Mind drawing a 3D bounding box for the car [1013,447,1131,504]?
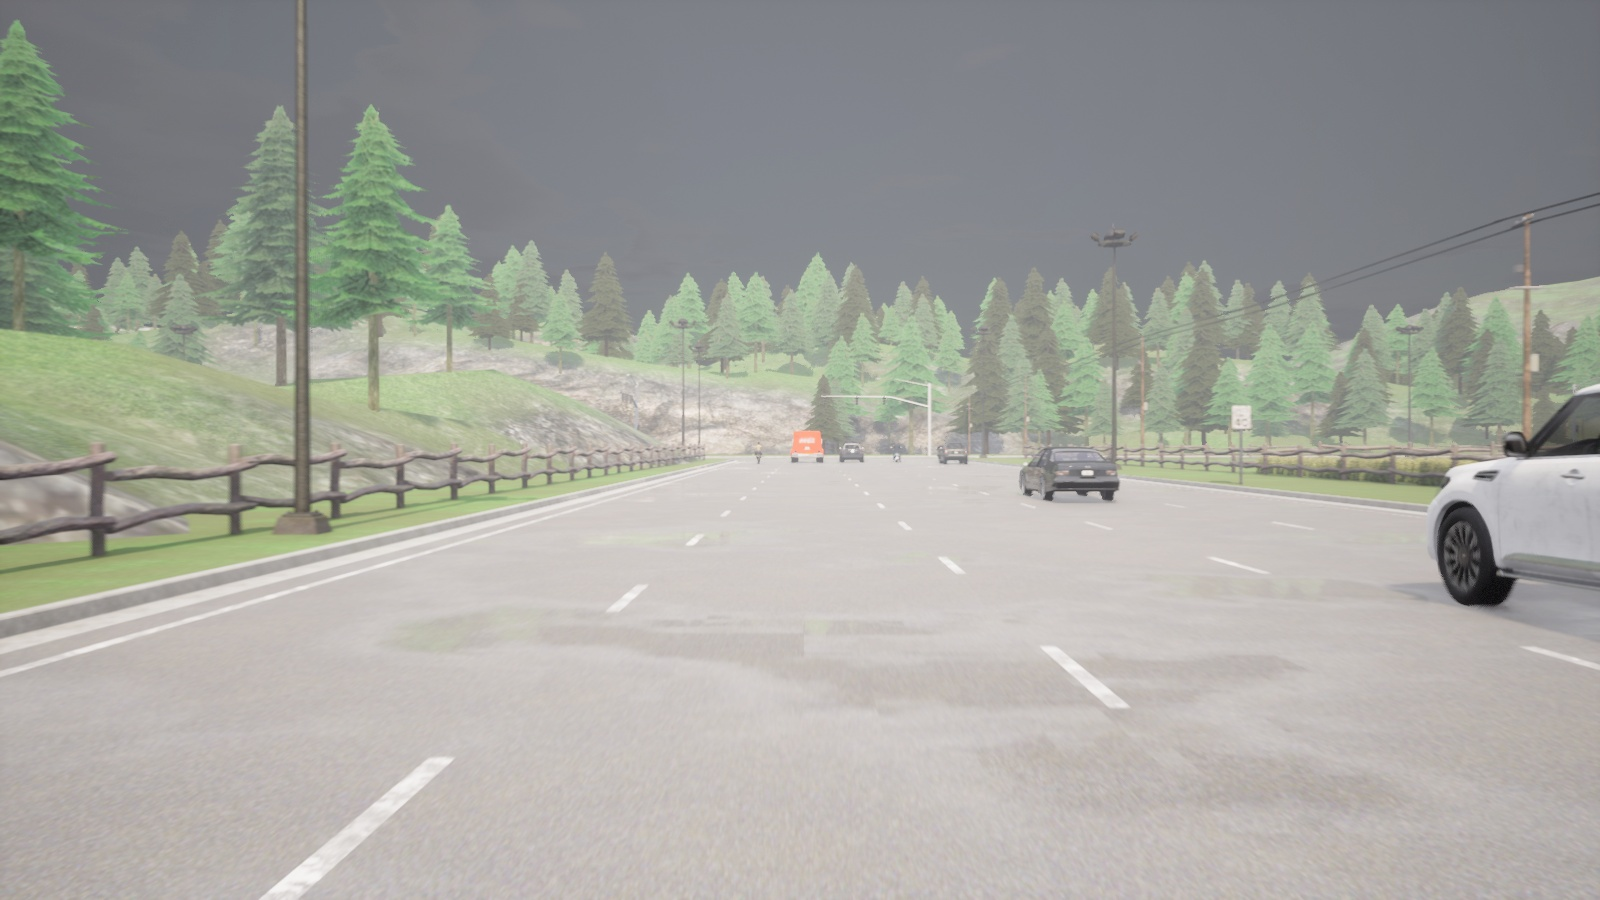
[{"bbox_3d":[7.208,0.623,33.857,2.033,1.411,5.357,0,0,0],"label":"car"}]

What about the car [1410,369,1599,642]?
[{"bbox_3d":[7.070,0.419,9.584,2.150,2.045,5.566,0,0,0],"label":"car"}]

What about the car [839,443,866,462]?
[{"bbox_3d":[4.077,0.199,98.582,1.970,1.475,3.806,0,0,0],"label":"car"}]

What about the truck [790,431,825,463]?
[{"bbox_3d":[0.569,-0.250,97.430,2.627,2.467,5.204,0,0,0],"label":"truck"}]

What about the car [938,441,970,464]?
[{"bbox_3d":[11.029,0.182,90.118,1.851,1.617,3.988,0,0,0],"label":"car"}]
